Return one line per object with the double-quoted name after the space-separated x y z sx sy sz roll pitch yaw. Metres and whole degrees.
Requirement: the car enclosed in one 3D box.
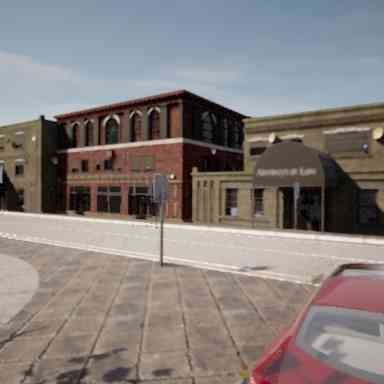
2.164 1.522 3.581 2.002 1.452 4.674 0 1 36 "car"
